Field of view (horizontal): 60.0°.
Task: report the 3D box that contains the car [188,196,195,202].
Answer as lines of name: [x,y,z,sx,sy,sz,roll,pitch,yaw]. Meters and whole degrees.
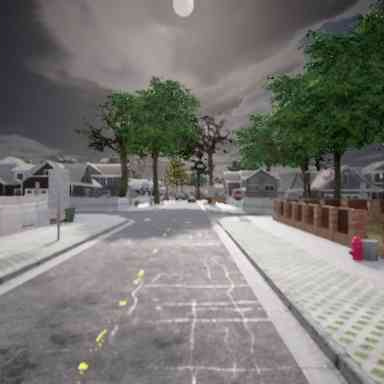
car: [-0.065,1.713,84.919,1.837,1.490,4.892,0,-1,0]

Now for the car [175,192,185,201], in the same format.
car: [-2.812,1.121,79.891,2.150,2.045,5.566,0,-1,0]

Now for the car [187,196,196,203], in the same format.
car: [-0.056,1.747,74.878,1.812,1.442,4.674,0,-1,0]
